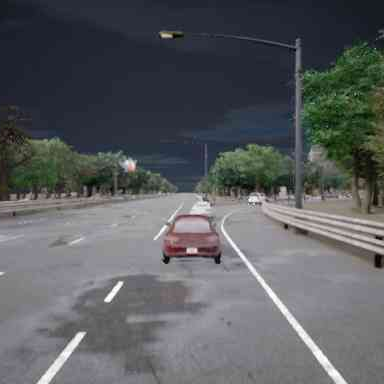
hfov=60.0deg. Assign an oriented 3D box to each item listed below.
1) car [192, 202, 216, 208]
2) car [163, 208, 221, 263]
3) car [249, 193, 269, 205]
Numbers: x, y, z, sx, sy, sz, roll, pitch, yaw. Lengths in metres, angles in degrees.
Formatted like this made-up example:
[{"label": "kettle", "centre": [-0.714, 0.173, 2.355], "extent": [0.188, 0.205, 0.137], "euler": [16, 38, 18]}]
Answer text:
[{"label": "car", "centre": [0.961, 1.520, 27.427], "extent": [1.812, 1.442, 4.674], "euler": [0, 0, 8]}, {"label": "car", "centre": [0.008, 1.520, 11.890], "extent": [1.812, 1.442, 4.674], "euler": [0, 0, 0]}, {"label": "car", "centre": [11.793, 1.181, 58.604], "extent": [2.150, 2.045, 5.566], "euler": [0, 0, 31]}]
